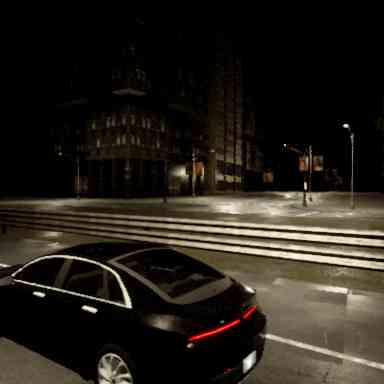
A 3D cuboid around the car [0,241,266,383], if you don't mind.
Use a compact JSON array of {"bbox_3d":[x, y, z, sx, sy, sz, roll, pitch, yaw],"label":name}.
[{"bbox_3d":[-1.380,1.497,4.857,4.892,1.490,1.837,0,0,36],"label":"car"}]
